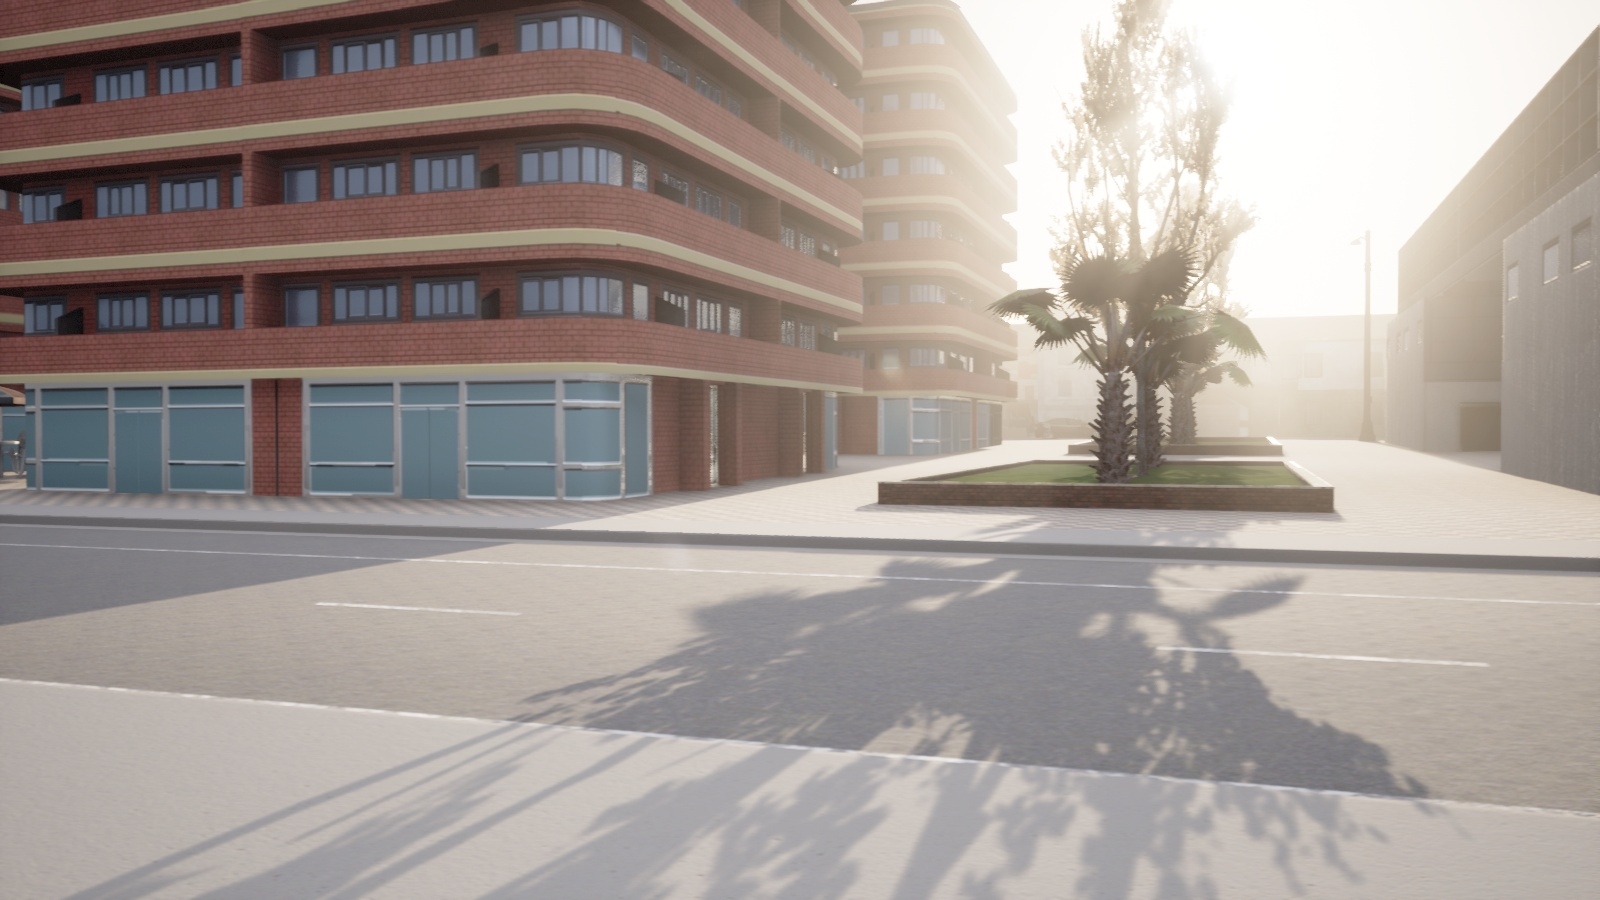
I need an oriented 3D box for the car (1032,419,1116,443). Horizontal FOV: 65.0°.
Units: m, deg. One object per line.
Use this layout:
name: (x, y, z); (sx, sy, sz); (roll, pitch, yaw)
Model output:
car: (16.921, -1.162, 77.512); (4.792, 1.488, 2.163); (0, 1, 19)
